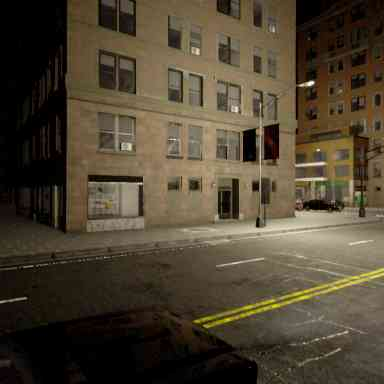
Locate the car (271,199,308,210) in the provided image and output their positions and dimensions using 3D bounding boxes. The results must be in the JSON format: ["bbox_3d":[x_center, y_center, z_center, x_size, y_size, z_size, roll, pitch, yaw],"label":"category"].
[{"bbox_3d":[13.031,1.600,44.658,1.895,1.301,4.718,0,0,-34],"label":"car"}]

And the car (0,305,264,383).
[{"bbox_3d":[-1.700,1.601,2.230,4.718,1.301,1.895,0,0,-35],"label":"car"}]

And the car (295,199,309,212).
[{"bbox_3d":[10.828,1.420,38.350,1.967,1.590,4.097,0,0,-35],"label":"car"}]

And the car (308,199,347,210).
[{"bbox_3d":[17.405,1.576,42.947,1.947,1.339,4.313,0,0,-35],"label":"car"}]

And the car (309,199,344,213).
[{"bbox_3d":[14.563,1.516,37.435,1.812,1.442,4.674,0,0,-35],"label":"car"}]
